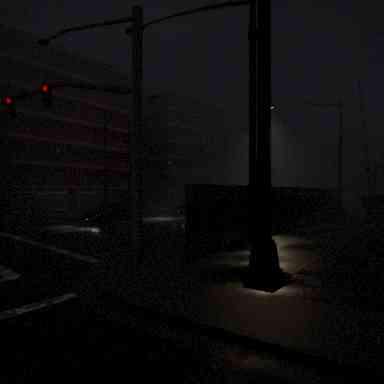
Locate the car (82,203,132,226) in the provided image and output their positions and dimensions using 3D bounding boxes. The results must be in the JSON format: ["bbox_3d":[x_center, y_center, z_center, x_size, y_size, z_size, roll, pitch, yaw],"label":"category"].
[{"bbox_3d":[-5.616,1.526,23.898,1.812,1.442,4.674,0,0,35],"label":"car"}]

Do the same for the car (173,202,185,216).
[{"bbox_3d":[0.167,1.490,32.166,2.128,1.511,4.902,0,0,35],"label":"car"}]
